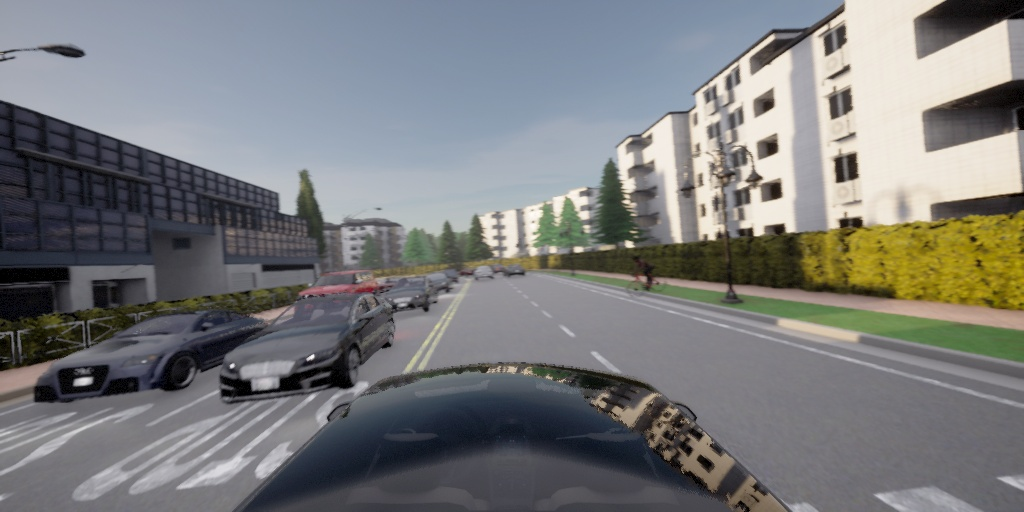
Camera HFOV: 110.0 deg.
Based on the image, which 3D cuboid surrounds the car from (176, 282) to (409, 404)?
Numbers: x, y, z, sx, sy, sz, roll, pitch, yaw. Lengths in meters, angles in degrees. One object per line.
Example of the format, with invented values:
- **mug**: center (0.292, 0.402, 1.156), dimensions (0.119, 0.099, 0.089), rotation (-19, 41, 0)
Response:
- **car**: center (-3.782, 1.587, 7.516), dimensions (2.128, 1.511, 4.902), rotation (-5, 0, -6)

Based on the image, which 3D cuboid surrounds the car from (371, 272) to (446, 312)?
- **car**: center (-4.591, 1.723, 16.763), dimensions (2.128, 1.511, 4.902), rotation (-5, 0, -5)

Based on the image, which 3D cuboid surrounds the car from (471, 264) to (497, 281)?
- **car**: center (-3.076, 1.805, 38.822), dimensions (1.812, 1.442, 4.674), rotation (-5, 0, -9)

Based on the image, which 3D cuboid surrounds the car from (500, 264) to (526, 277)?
- **car**: center (0.227, 1.590, 40.191), dimensions (1.994, 1.385, 4.181), rotation (-5, 0, -9)

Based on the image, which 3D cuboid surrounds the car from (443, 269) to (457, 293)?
- **car**: center (-5.361, 1.890, 26.002), dimensions (1.812, 1.442, 4.674), rotation (-5, 0, -5)

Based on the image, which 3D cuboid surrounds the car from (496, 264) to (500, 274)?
- **car**: center (-2.318, 1.853, 50.113), dimensions (2.033, 1.411, 5.357), rotation (-4, 0, -22)

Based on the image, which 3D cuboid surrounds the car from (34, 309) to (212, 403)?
- **car**: center (-7.367, 1.951, 8.002), dimensions (1.994, 1.385, 4.181), rotation (-5, 0, -5)

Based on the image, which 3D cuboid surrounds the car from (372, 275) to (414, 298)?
- **car**: center (-8.967, 2.265, 27.396), dimensions (1.895, 1.301, 4.718), rotation (-5, 0, -5)

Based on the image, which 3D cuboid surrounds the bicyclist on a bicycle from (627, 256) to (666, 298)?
- **bicyclist on a bicycle**: center (5.322, 0.774, 14.446), dimensions (1.656, 1.620, 0.582), rotation (-14, 0, -5)

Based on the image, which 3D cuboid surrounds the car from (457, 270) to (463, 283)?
- **car**: center (-6.348, 2.072, 36.631), dimensions (2.033, 1.411, 5.357), rotation (-5, 0, -7)

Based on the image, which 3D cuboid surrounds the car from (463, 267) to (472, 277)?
- **car**: center (-5.875, 2.188, 49.539), dimensions (1.895, 1.301, 4.718), rotation (-4, 0, -23)

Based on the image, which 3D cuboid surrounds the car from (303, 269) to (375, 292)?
- **car**: center (-8.153, 1.742, 17.329), dimensions (2.150, 2.045, 5.566), rotation (-5, 0, -4)
